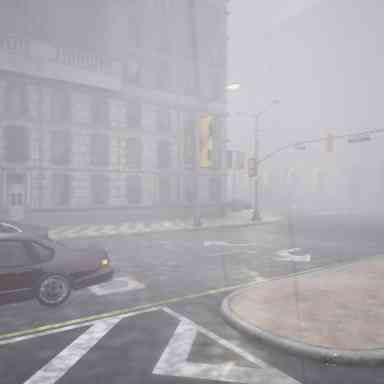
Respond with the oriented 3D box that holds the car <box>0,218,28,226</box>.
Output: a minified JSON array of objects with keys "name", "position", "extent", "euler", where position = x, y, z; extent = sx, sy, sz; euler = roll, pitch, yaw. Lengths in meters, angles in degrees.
[{"name":"car","position":[-6.476,1.492,9.263],"extent":[4.902,1.511,2.128],"euler":[0,0,-37]}]

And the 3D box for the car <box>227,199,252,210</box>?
[{"name":"car","position":[5.737,1.564,43.157],"extent":[1.994,1.385,4.181],"euler":[0,0,-35]}]

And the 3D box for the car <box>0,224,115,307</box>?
[{"name":"car","position":[-4.286,1.547,6.480],"extent":[5.357,1.411,2.033],"euler":[0,0,-34]}]

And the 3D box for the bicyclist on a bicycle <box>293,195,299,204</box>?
[{"name":"bicyclist on a bicycle","position":[17.913,1.300,57.126],"extent":[1.656,1.620,0.582],"euler":[0,0,-35]}]
